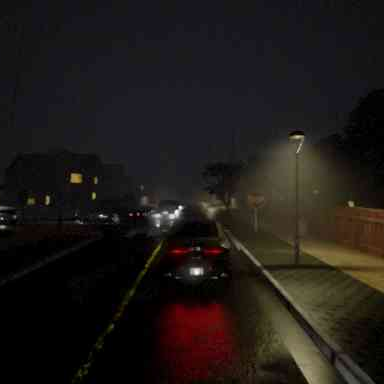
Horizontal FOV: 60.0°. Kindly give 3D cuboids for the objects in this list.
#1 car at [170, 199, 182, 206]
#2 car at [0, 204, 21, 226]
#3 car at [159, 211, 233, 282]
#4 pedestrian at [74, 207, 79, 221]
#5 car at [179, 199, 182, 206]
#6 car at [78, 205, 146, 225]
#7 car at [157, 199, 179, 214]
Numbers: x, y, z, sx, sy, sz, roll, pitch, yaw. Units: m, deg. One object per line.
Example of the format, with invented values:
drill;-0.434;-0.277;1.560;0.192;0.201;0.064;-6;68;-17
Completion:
car;-2.782;1.859;60.020;1.895;1.301;4.718;0;0;1
car;-14.994;1.409;23.377;5.566;2.045;2.150;-1;-3;7
car;0.103;1.527;9.849;1.837;1.490;4.892;0;0;0
pedestrian;-9.904;1.513;28.635;0.375;1.860;0.375;0;-2;5
car;-2.827;1.780;47.547;1.895;1.301;4.718;0;0;0
car;-5.992;1.695;24.645;5.357;1.411;2.033;-2;-3;30
car;-2.836;1.633;37.670;1.837;1.490;4.892;0;0;0
